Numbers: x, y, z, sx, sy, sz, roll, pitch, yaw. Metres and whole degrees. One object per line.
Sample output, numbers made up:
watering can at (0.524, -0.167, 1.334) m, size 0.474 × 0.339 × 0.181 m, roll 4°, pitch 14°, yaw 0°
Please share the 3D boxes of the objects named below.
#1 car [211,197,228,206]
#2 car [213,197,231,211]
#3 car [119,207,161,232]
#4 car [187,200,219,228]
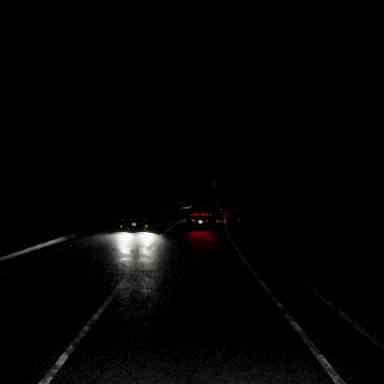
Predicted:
car at (5.107, 1.680, 60.347) m, size 1.994 × 1.385 × 4.181 m, roll -2°, pitch -1°, yaw 20°
car at (3.623, 1.393, 41.844) m, size 2.097 × 1.767 × 4.553 m, roll -1°, pitch 0°, yaw 12°
car at (-3.133, 1.628, 20.687) m, size 1.994 × 1.385 × 4.181 m, roll 0°, pitch 0°, yaw 4°
car at (0.710, 1.546, 22.518) m, size 1.837 × 1.490 × 4.892 m, roll -1°, pitch 0°, yaw 5°
